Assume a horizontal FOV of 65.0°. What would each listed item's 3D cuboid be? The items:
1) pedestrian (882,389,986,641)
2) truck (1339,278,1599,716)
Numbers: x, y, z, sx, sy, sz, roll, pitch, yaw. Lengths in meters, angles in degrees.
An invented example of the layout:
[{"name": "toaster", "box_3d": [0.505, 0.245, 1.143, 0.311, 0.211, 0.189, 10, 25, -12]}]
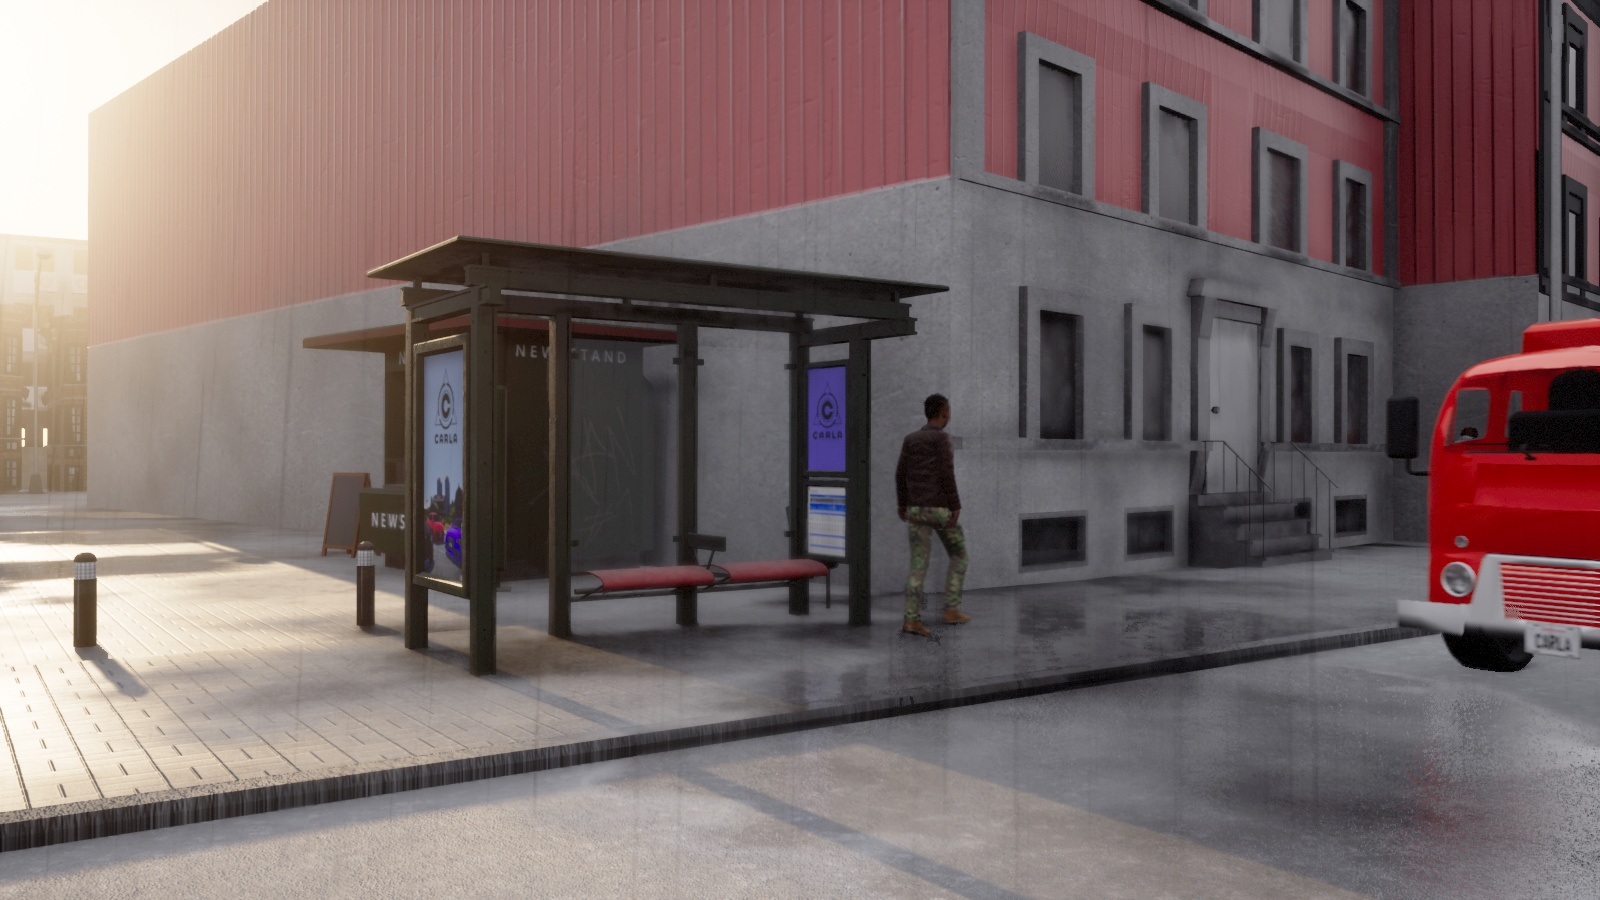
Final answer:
[{"name": "pedestrian", "box_3d": [1.025, 0.475, 9.552, 0.703, 1.840, 0.431, 0, 0, -43]}, {"name": "truck", "box_3d": [6.490, 0.266, 8.792, 5.204, 2.467, 2.627, 0, 0, -35]}]
